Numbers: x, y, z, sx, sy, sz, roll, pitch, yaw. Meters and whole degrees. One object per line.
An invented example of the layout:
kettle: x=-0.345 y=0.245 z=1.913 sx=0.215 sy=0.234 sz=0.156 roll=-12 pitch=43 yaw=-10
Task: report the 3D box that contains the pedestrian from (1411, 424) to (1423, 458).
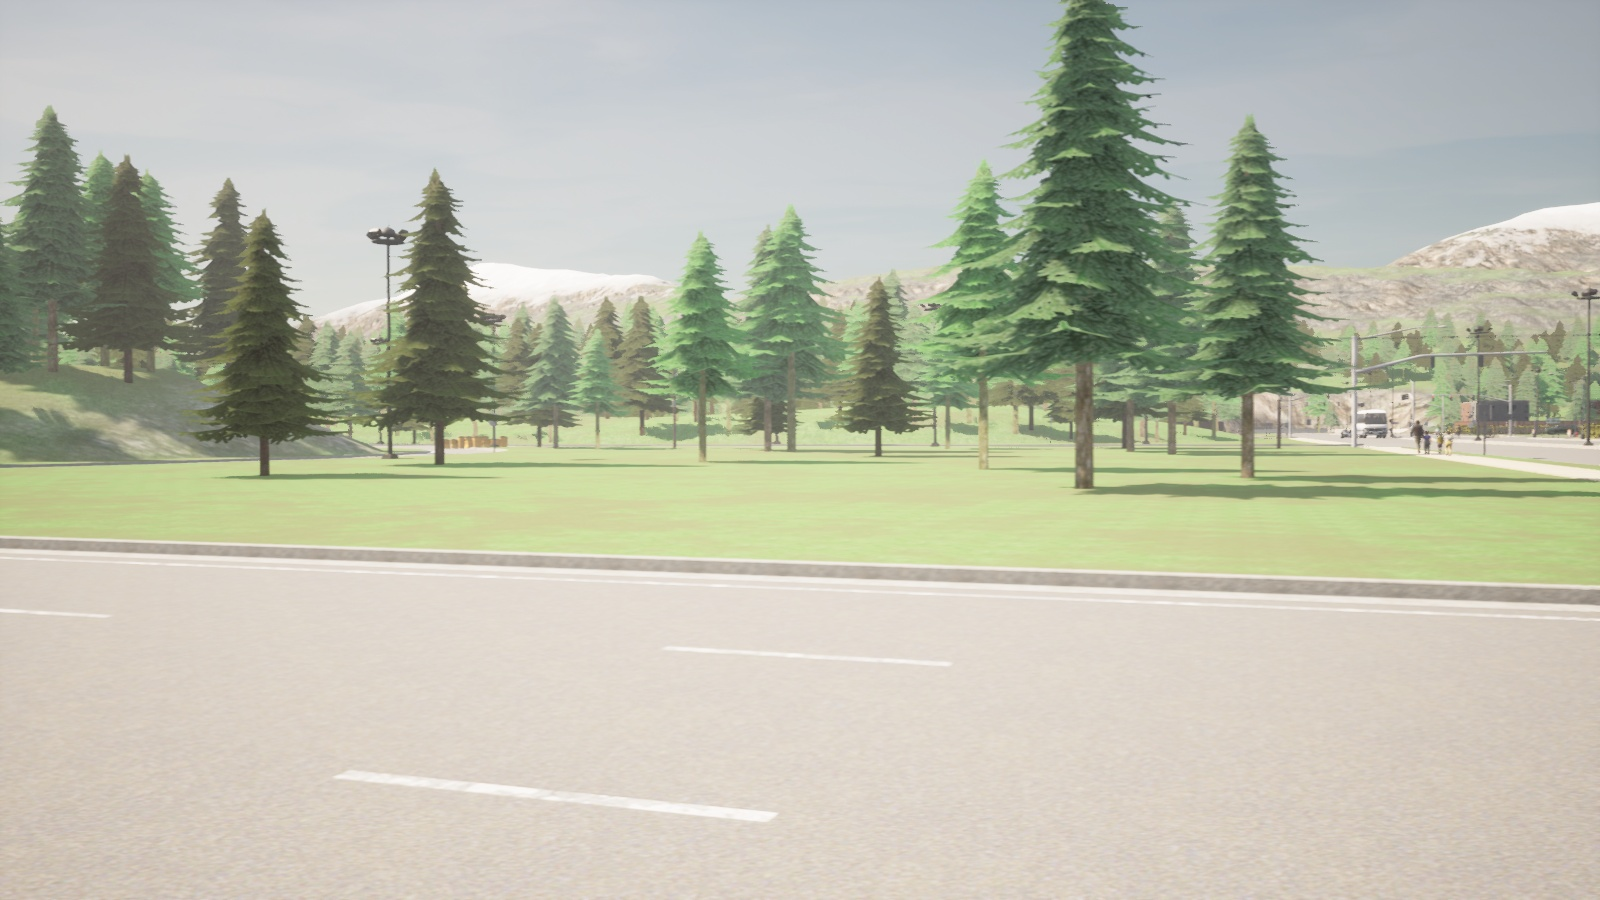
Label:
pedestrian: x=33.091 y=-0.489 z=67.355 sx=0.431 sy=1.840 sz=0.703 roll=1 pitch=1 yaw=19
